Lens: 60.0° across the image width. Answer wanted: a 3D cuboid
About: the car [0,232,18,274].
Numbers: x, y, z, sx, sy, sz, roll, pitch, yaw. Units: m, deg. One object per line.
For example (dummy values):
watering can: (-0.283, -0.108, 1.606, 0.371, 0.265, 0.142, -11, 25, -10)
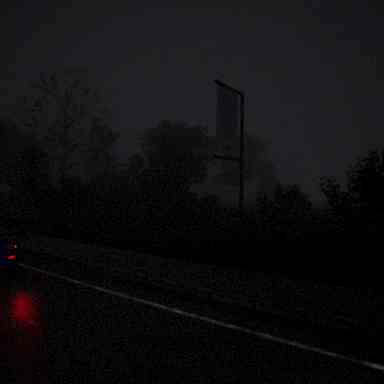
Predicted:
car: (-6.585, 1.532, 9.399, 4.674, 1.442, 1.812, 0, 0, 40)
